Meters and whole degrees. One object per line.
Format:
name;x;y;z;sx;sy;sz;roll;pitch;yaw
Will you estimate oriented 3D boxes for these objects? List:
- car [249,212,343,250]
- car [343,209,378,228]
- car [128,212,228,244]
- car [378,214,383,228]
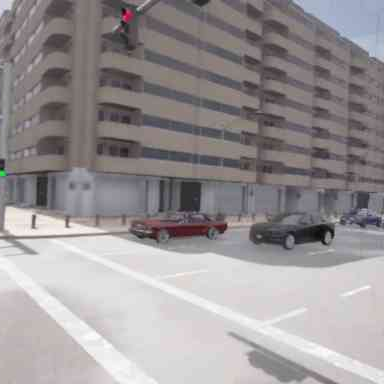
car;4.774;1.688;15.598;5.008;1.535;1.882;2;0;-39
car;14.096;2.139;27.575;4.674;1.442;1.812;2;0;-39
car;-0.576;1.601;15.732;4.718;1.301;1.895;2;0;-39
car;16.008;2.036;24.627;4.553;1.767;2.097;3;-1;-40
